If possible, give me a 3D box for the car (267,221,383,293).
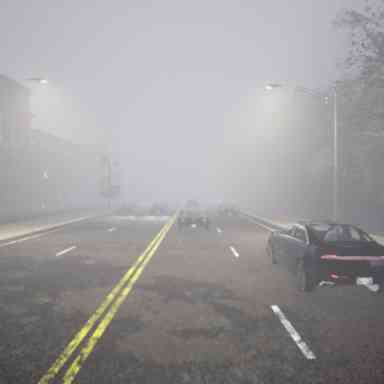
[{"bbox_3d":[3.349,1.515,8.873,2.128,1.511,4.902,0,0,0],"label":"car"}]

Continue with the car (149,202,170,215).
[{"bbox_3d":[-3.349,1.687,35.033,1.895,1.301,4.718,0,0,0],"label":"car"}]

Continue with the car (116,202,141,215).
[{"bbox_3d":[-6.599,1.686,35.032,1.895,1.301,4.718,0,0,0],"label":"car"}]

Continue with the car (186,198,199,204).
[{"bbox_3d":[0.090,1.611,49.510,2.128,1.511,4.902,0,0,0],"label":"car"}]

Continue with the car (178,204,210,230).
[{"bbox_3d":[0.095,1.654,21.302,1.895,1.301,4.718,0,0,0],"label":"car"}]

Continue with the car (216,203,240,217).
[{"bbox_3d":[3.344,1.680,31.764,1.895,1.301,4.718,0,0,0],"label":"car"}]
